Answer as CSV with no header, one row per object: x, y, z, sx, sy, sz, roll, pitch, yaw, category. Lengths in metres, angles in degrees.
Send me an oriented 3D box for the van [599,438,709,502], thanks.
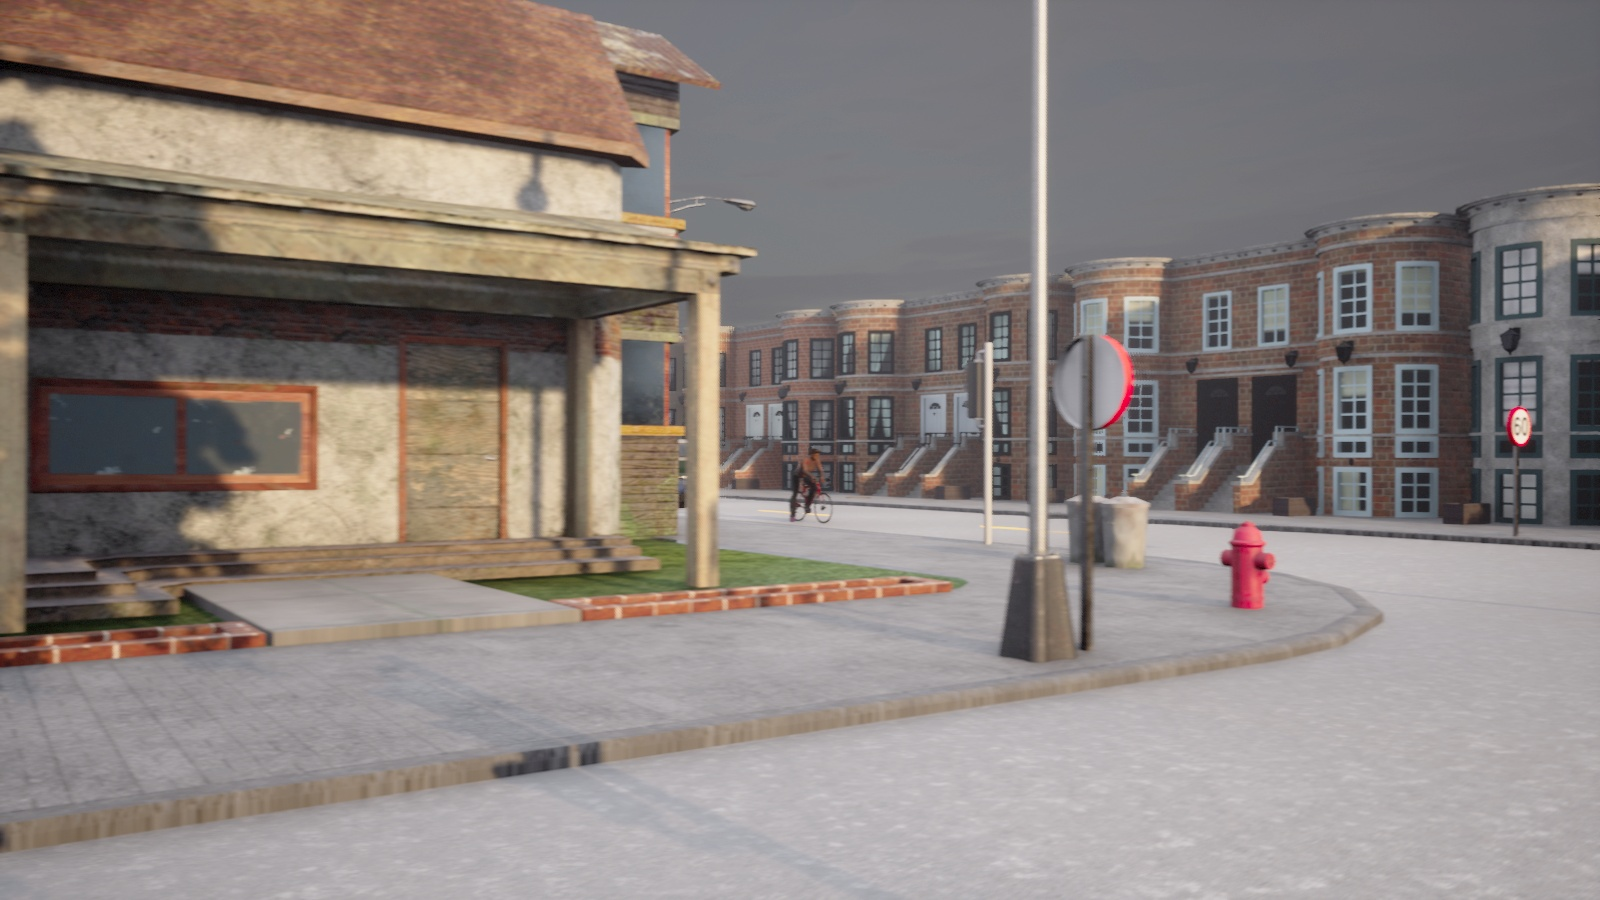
-4.936,0.635,41.858,1.775,1.987,4.442,0,0,-35,van

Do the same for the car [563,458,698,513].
-4.712,0.923,34.471,1.994,1.385,4.181,0,0,-34,car

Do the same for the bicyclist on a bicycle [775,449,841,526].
0.163,0.785,27.385,0.582,1.620,1.656,0,0,-34,bicyclist on a bicycle
